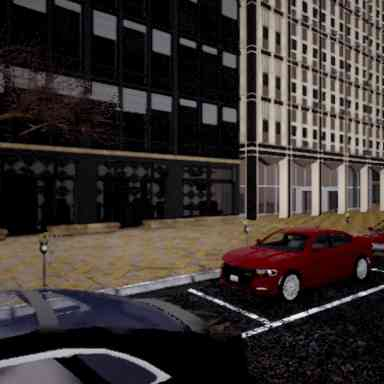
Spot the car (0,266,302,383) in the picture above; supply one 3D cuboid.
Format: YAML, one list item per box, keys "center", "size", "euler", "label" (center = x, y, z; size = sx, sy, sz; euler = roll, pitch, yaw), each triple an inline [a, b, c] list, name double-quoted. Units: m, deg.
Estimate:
- center: [-1.766, 1.492, 1.821]
  size: [4.902, 1.511, 2.128]
  euler: [0, 0, -36]
  label: "car"

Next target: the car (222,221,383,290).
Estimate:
- center: [2.705, 1.546, 8.224]
  size: [4.507, 1.381, 1.887]
  euler: [0, 0, -36]
  label: "car"
